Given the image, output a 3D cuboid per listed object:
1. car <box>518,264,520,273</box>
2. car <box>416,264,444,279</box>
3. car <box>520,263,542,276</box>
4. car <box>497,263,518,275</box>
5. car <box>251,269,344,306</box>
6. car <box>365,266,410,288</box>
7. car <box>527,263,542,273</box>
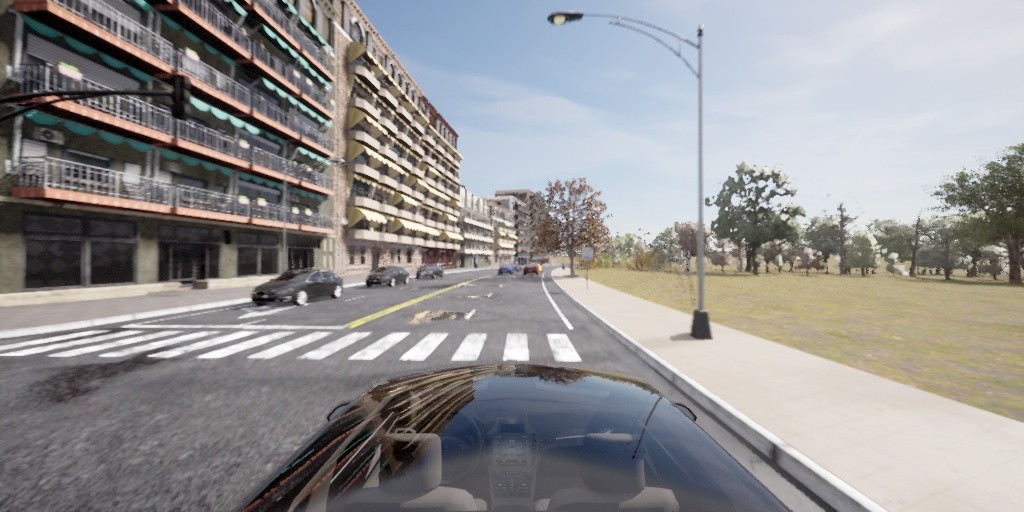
[{"bbox_3d":[0.449,1.901,57.419,2.033,1.411,5.357,0,-1,8],"label":"car"},{"bbox_3d":[-8.367,1.572,36.959,2.128,1.511,4.902,0,-1,5],"label":"car"},{"bbox_3d":[2.504,1.699,46.356,1.882,1.535,5.008,0,-1,6],"label":"car"},{"bbox_3d":[-0.721,1.742,46.835,1.812,1.442,4.674,0,-1,6],"label":"car"},{"bbox_3d":[-9.568,1.368,16.470,1.837,1.490,4.892,0,-1,2],"label":"car"},{"bbox_3d":[-9.099,1.474,26.597,1.837,1.490,4.892,0,-1,3],"label":"car"},{"bbox_3d":[3.597,1.831,56.633,1.882,1.535,5.008,0,-1,8],"label":"car"}]
